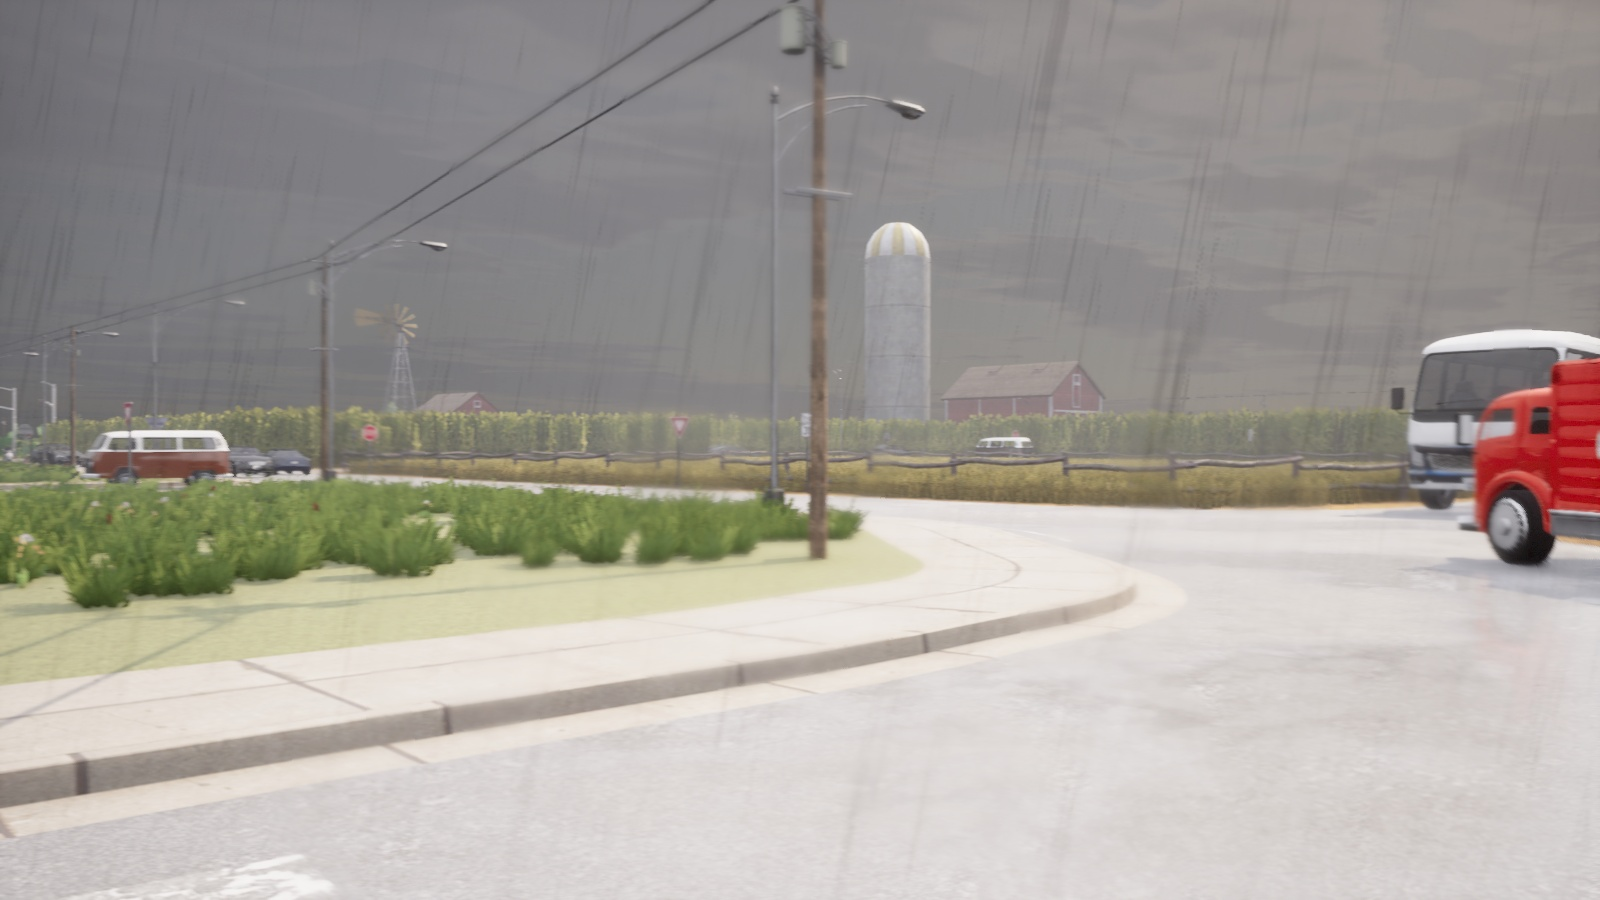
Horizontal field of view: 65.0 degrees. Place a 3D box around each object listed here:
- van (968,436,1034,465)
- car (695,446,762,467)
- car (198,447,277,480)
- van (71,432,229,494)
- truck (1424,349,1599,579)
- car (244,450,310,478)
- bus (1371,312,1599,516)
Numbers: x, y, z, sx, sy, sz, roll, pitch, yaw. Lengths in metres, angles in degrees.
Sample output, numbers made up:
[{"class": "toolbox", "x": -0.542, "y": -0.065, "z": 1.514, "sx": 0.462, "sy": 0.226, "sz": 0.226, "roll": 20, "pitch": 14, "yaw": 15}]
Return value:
[{"class": "van", "x": 14.776, "y": 0.016, "z": 92.470, "sx": 2.069, "sy": 2.038, "sz": 4.480, "roll": 0, "pitch": 1, "yaw": -41}, {"class": "car", "x": -5.265, "y": 0.443, "z": 93.160, "sx": 4.892, "sy": 1.490, "sz": 1.837, "roll": -1, "pitch": 1, "yaw": -42}, {"class": "car", "x": -27.039, "y": 0.618, "z": 60.254, "sx": 2.128, "sy": 1.511, "sz": 4.902, "roll": 0, "pitch": 0, "yaw": -41}, {"class": "van", "x": -22.345, "y": 0.418, "z": 43.243, "sx": 4.480, "sy": 2.038, "sz": 2.069, "roll": 0, "pitch": 0, "yaw": -40}, {"class": "truck", "x": 9.835, "y": 0.147, "z": 14.126, "sx": 2.627, "sy": 2.467, "sz": 5.204, "roll": 0, "pitch": 0, "yaw": -7}, {"class": "car", "x": -27.527, "y": 0.711, "z": 66.030, "sx": 1.994, "sy": 1.385, "sz": 4.181, "roll": 0, "pitch": 0, "yaw": -41}, {"class": "bus", "x": 18.205, "y": -0.765, "z": 31.163, "sx": 10.273, "sy": 4.253, "sz": 3.944, "roll": 0, "pitch": 0, "yaw": -45}]
